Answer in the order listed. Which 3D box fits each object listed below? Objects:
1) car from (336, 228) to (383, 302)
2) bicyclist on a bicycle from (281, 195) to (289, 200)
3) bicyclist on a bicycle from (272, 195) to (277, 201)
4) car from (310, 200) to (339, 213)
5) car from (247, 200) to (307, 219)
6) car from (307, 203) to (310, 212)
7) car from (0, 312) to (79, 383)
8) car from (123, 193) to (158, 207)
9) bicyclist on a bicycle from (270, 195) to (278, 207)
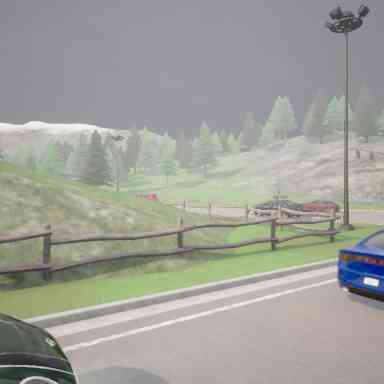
[{"bbox_3d":[5.320,1.477,7.462,5.008,1.535,1.882,0,0,-34],"label":"car"},{"bbox_3d":[13.241,1.298,46.645,0.582,1.620,1.656,0,0,35],"label":"bicyclist on a bicycle"},{"bbox_3d":[12.142,1.298,47.405,0.582,1.620,1.656,0,0,34],"label":"bicyclist on a bicycle"},{"bbox_3d":[13.987,1.561,36.784,4.181,1.385,1.994,0,0,37],"label":"car"},{"bbox_3d":[7.016,1.504,28.898,4.892,1.490,1.837,1,0,37],"label":"car"},{"bbox_3d":[8.427,1.504,32.218,4.892,1.490,1.837,1,0,36],"label":"car"},{"bbox_3d":[-2.912,1.352,1.726,4.553,1.767,2.097,0,0,-35],"label":"car"},{"bbox_3d":[-8.027,1.221,52.163,5.566,2.045,2.150,0,0,15],"label":"car"},{"bbox_3d":[11.774,1.298,47.657,0.582,1.620,1.656,0,0,34],"label":"bicyclist on a bicycle"}]
